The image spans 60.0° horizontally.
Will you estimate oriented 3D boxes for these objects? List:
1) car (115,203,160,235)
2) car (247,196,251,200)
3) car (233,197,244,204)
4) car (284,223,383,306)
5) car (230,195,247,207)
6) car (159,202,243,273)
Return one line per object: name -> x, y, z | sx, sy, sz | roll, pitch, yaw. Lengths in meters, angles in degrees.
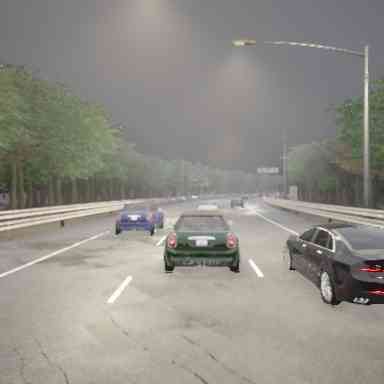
car -> -2.859, 1.379, 19.142 | 2.097, 1.767, 4.553 | 0, 0, 3
car -> 15.026, 1.572, 94.331 | 1.882, 1.535, 5.008 | 0, 0, 14
car -> 9.433, 1.649, 67.487 | 1.994, 1.385, 4.181 | 0, 0, 10
car -> 3.620, 1.521, 8.034 | 1.837, 1.490, 4.892 | 0, 0, 1
car -> 6.795, 1.559, 50.059 | 2.128, 1.511, 4.902 | 0, 0, 7
car -> 0.317, 1.369, 10.950 | 2.097, 1.767, 4.553 | 0, 0, 2
